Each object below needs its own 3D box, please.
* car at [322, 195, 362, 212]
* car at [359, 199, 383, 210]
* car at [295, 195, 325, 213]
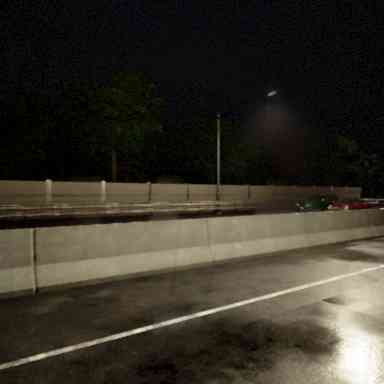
[{"bbox_3d":[15.034,1.415,31.910,4.553,1.767,2.097,0,0,-35],"label":"car"},{"bbox_3d":[16.916,1.589,28.956,4.674,1.442,1.812,0,0,-35],"label":"car"},{"bbox_3d":[13.241,1.285,34.928,5.566,2.045,2.150,0,0,-36],"label":"car"}]
